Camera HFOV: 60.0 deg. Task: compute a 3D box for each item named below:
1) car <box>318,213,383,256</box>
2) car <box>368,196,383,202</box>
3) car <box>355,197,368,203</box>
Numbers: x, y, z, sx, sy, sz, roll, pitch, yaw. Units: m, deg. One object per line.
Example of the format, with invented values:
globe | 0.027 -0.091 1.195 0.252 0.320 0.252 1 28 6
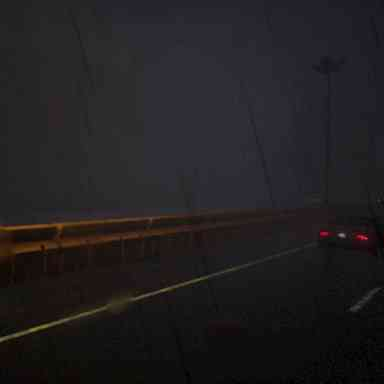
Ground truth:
car | 6.758 1.550 13.297 2.033 1.411 5.357 1 1 40
car | 39.238 1.592 69.102 4.892 1.490 1.837 1 0 -35
car | 37.401 1.646 72.092 4.718 1.301 1.895 1 0 -35
